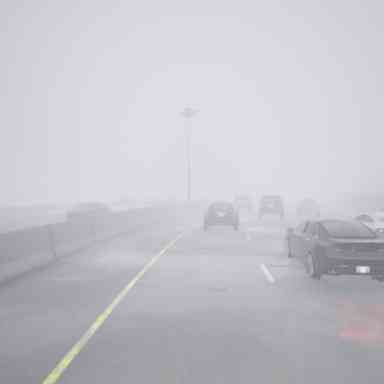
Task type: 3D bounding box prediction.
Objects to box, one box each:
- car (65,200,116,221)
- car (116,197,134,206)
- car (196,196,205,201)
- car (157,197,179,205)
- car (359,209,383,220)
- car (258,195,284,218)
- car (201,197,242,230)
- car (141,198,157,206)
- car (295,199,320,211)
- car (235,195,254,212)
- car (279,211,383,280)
[{"bbox_3d":[-8.069,1.506,26.205,1.882,1.535,5.008,0,0,10],"label":"car"},{"bbox_3d":[-11.538,1.582,56.178,1.837,1.490,4.892,0,0,15],"label":"car"},{"bbox_3d":[2.093,1.651,66.400,2.128,1.511,4.902,0,0,15],"label":"car"},{"bbox_3d":[-3.752,1.655,58.196,2.033,1.411,5.357,0,0,16],"label":"car"},{"bbox_3d":[8.053,1.582,14.443,1.812,1.442,4.674,0,0,6],"label":"car"},{"bbox_3d":[7.362,1.309,30.903,2.150,2.045,5.566,0,0,13],"label":"car"},{"bbox_3d":[2.011,1.403,21.720,2.097,1.767,4.553,0,0,9],"label":"car"},{"bbox_3d":[-7.244,1.698,58.673,1.895,1.301,4.718,0,0,16],"label":"car"},{"bbox_3d":[11.887,1.462,34.507,2.097,1.767,4.553,0,0,14],"label":"car"},{"bbox_3d":[6.322,1.327,41.023,2.150,2.045,5.566,0,0,15],"label":"car"},{"bbox_3d":[4.118,1.539,10.066,1.837,1.490,4.892,0,0,4],"label":"car"}]
